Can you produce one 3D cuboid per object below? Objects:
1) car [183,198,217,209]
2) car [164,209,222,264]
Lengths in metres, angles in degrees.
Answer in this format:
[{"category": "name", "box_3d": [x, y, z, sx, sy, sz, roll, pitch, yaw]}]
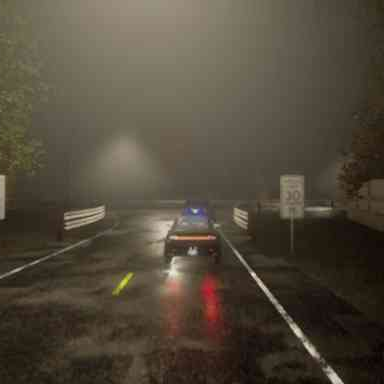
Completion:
[{"category": "car", "box_3d": [0.678, 1.489, 26.046, 2.150, 2.045, 5.566, 0, 0, 9]}, {"category": "car", "box_3d": [0.037, 1.619, 12.354, 2.128, 1.511, 4.902, 0, -1, 0]}]
